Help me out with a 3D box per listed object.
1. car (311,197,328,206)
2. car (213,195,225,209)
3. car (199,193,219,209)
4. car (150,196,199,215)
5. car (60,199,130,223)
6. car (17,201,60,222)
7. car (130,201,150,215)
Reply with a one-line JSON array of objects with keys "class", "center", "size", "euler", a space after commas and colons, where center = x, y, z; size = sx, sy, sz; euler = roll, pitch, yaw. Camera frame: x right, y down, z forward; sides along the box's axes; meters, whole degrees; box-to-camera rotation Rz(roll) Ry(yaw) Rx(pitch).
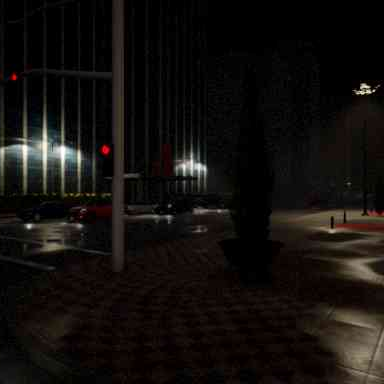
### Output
[{"class": "car", "center": [20.490, 1.503, 53.432], "size": [1.837, 1.490, 4.892], "euler": [0, -1, 35]}, {"class": "car", "center": [5.229, 1.491, 44.085], "size": [2.128, 1.511, 4.902], "euler": [0, 0, 35]}, {"class": "car", "center": [1.986, 1.220, 45.549], "size": [2.150, 2.045, 5.566], "euler": [0, 0, 35]}, {"class": "car", "center": [-1.731, 1.352, 34.126], "size": [2.097, 1.767, 4.553], "euler": [0, 0, 35]}, {"class": "car", "center": [-7.420, 1.352, 25.965], "size": [2.097, 1.767, 4.553], "euler": [0, 0, 35]}, {"class": "car", "center": [-11.255, 1.477, 26.586], "size": [1.882, 1.535, 5.008], "euler": [0, 0, 35]}, {"class": "car", "center": [-5.593, 1.600, 34.712], "size": [1.895, 1.301, 4.718], "euler": [0, 0, 35]}]
